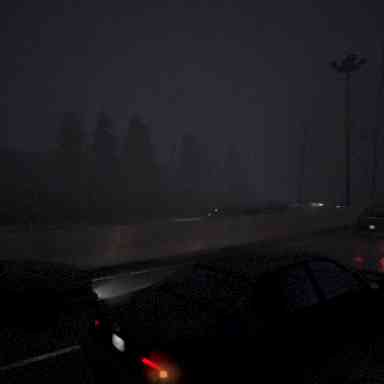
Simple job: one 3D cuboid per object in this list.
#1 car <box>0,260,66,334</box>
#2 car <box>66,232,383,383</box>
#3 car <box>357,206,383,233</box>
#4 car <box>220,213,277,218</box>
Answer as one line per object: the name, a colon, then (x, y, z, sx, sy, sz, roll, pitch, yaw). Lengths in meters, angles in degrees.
car: (-4.303, 1.565, 5.061, 5.357, 1.411, 2.033, 0, 0, -36)
car: (1.234, 1.558, 4.879, 5.357, 1.411, 2.033, 0, 0, -38)
car: (10.652, 1.523, 18.339, 2.128, 1.511, 4.902, 0, 0, 44)
car: (3.409, 1.610, 21.187, 1.994, 1.385, 4.181, 0, 0, 45)
